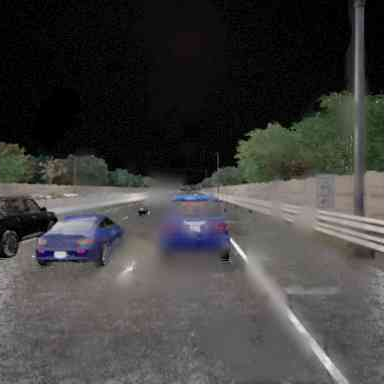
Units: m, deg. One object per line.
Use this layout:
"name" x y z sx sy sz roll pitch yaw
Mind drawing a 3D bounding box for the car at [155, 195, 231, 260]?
"car" 0.103 1.122 12.089 2.150 2.045 5.566 0 0 0

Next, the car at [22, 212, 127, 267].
"car" -3.409 1.435 10.896 1.812 1.442 4.674 0 0 0

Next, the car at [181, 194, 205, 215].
"car" 0.107 1.114 31.622 2.097 1.767 4.553 0 0 0

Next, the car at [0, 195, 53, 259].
"car" -6.897 1.120 12.269 2.150 2.045 5.566 0 0 0

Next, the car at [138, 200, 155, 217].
"car" -3.394 1.382 28.720 1.895 1.301 4.718 0 0 0
